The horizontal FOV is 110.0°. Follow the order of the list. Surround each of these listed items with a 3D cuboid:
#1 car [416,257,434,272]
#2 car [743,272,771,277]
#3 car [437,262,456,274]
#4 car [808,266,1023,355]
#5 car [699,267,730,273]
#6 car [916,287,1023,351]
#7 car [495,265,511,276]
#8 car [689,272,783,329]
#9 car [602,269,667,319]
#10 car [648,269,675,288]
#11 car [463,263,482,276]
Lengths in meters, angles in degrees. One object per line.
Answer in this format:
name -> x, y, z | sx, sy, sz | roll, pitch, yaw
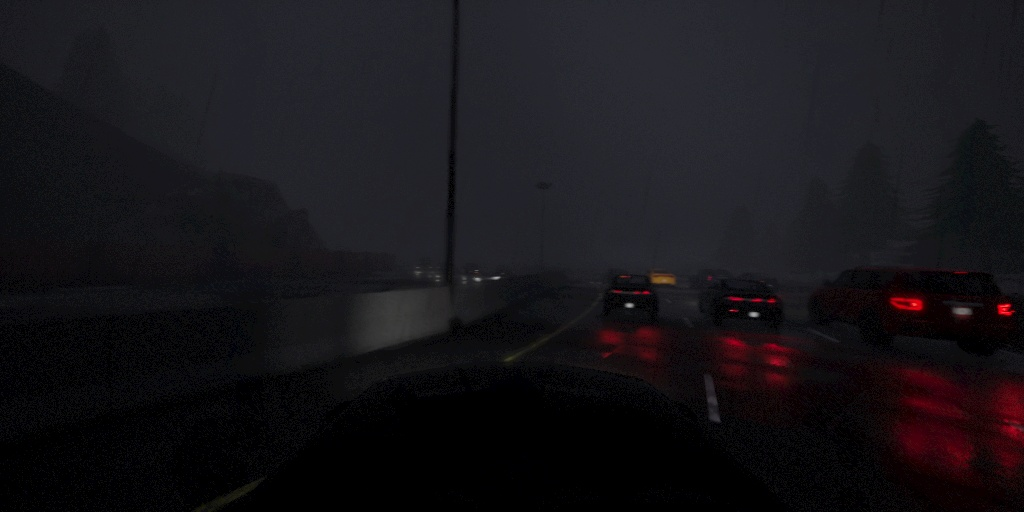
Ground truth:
car -> -12.386, 1.140, 51.345 | 2.150, 2.045, 5.566 | 2, -1, -10
car -> 19.035, 2.007, 28.262 | 1.812, 1.442, 4.674 | 1, -1, 8
car -> -8.198, 1.439, 45.119 | 1.882, 1.535, 5.008 | 2, -1, -4
car -> 10.753, 1.325, 10.274 | 2.150, 2.045, 5.566 | 1, 0, 21
car -> 15.430, 1.738, 27.846 | 2.097, 1.767, 4.553 | 1, -1, 9
car -> 14.450, 1.758, 10.305 | 1.994, 1.385, 4.181 | 1, -1, 20
car -> -1.105, 1.719, 42.910 | 1.895, 1.301, 4.718 | 1, -1, -2
car -> 7.945, 1.548, 12.832 | 2.128, 1.511, 4.902 | 1, 0, 20
car -> 4.741, 1.481, 14.256 | 2.128, 1.511, 4.902 | 1, -1, 20
car -> 12.291, 1.812, 30.531 | 1.882, 1.535, 5.008 | 1, -1, 8
car -> -4.622, 1.527, 42.128 | 1.837, 1.490, 4.892 | 2, -1, -2
